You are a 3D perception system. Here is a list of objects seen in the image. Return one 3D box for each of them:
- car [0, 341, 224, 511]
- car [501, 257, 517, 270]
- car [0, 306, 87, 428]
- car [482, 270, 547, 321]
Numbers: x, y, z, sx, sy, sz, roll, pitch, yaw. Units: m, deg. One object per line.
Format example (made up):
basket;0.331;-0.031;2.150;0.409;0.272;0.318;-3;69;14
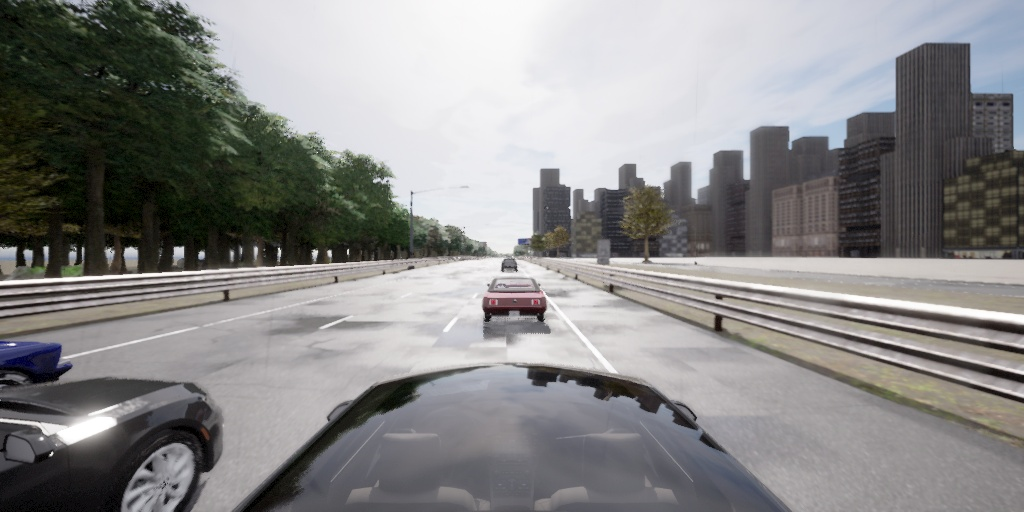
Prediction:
car;-3.407;1.256;1.094;1.837;1.490;4.892;0;0;0
car;-0.357;0.957;44.555;2.033;1.649;4.856;0;1;-1
car;-6.906;1.352;2.674;1.895;1.301;4.718;0;0;0
car;0.060;1.343;12.420;1.895;1.301;4.718;0;0;0
